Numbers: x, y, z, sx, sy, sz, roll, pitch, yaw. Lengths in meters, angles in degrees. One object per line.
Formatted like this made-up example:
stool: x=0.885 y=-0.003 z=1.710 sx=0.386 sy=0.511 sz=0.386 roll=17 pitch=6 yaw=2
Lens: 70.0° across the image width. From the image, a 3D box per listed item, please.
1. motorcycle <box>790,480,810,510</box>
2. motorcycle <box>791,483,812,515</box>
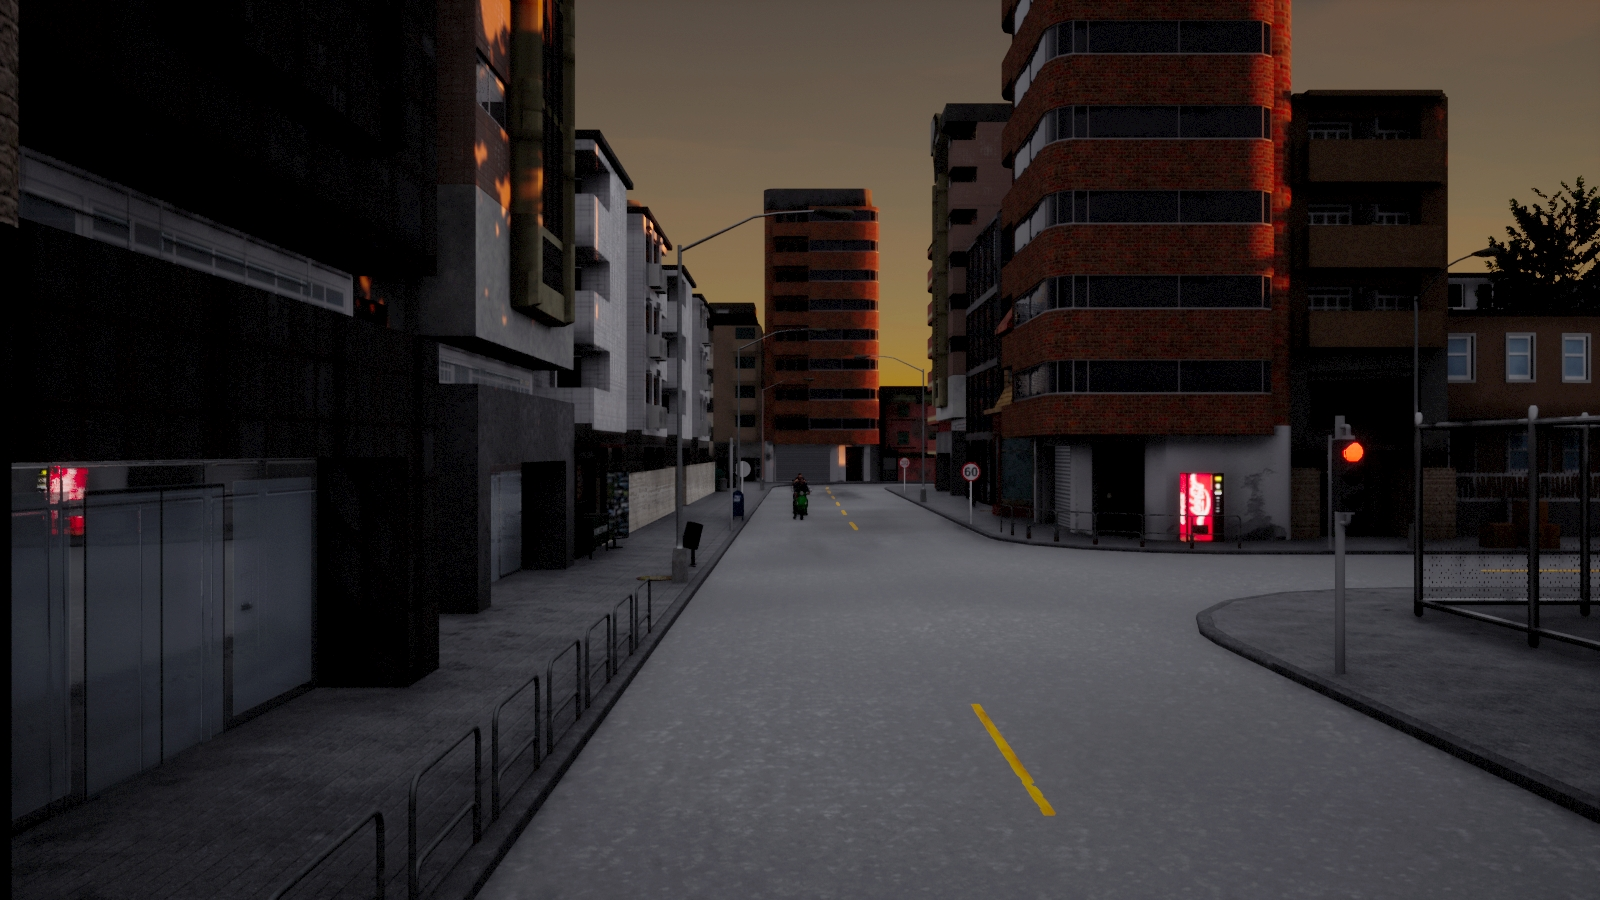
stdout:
motorcycle: x=0.019 y=1.970 z=50.389 sx=0.856 sy=1.236 sz=1.805 roll=0 pitch=0 yaw=0
motorcycle: x=0.063 y=1.970 z=46.521 sx=0.856 sy=1.236 sz=1.805 roll=0 pitch=0 yaw=0
